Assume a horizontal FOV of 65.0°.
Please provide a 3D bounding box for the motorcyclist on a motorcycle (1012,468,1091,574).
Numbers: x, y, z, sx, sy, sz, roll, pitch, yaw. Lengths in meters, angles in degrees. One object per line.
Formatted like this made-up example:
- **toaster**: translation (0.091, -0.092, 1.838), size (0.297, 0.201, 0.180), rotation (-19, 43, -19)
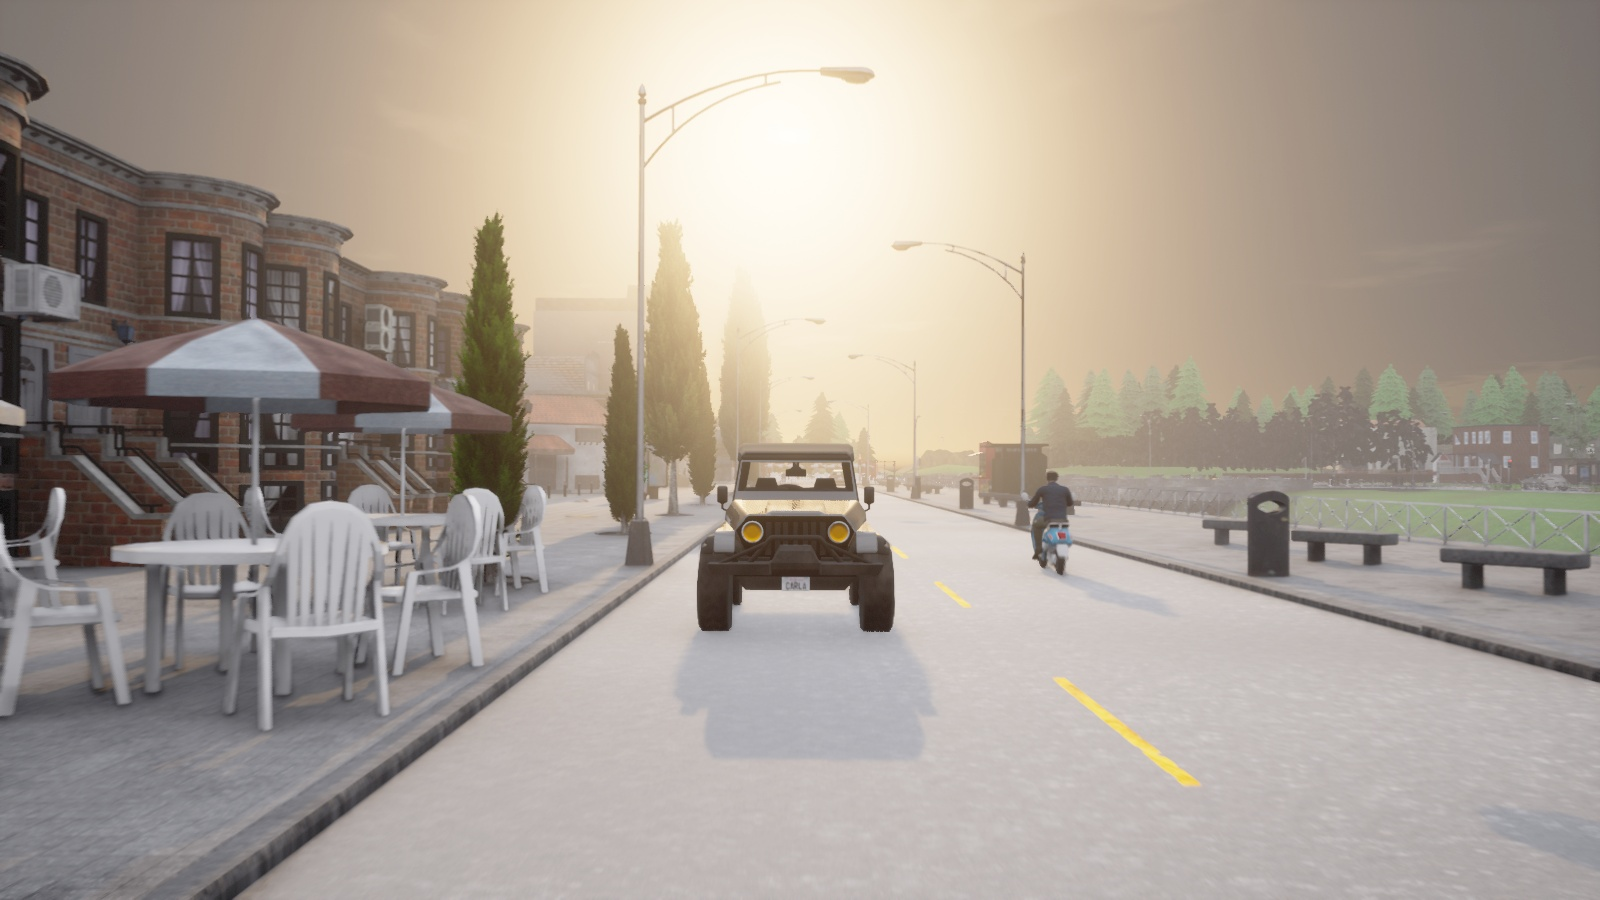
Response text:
- **motorcyclist on a motorcycle**: translation (3.947, 1.084, 19.819), size (0.866, 1.590, 1.817), rotation (0, -1, 0)

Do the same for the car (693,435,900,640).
- **car**: translation (-0.036, 0.837, 13.523), size (1.905, 1.878, 3.866), rotation (0, -1, 0)
